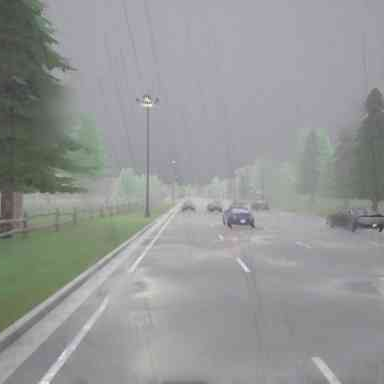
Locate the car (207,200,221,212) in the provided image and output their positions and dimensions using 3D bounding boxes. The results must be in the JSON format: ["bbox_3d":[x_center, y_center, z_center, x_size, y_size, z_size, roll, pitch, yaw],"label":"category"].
[{"bbox_3d":[3.131,2.127,46.486,1.895,1.301,4.718,0,-1,-1],"label":"car"}]

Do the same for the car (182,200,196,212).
[{"bbox_3d":[-0.437,2.146,47.945,1.895,1.301,4.718,0,-1,0],"label":"car"}]

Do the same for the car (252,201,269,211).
[{"bbox_3d":[10.101,2.033,49.468,1.882,1.535,5.008,0,-1,-1],"label":"car"}]

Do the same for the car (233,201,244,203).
[{"bbox_3d":[6.562,2.023,47.090,2.128,1.511,4.902,0,-1,0],"label":"car"}]

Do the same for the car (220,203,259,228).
[{"bbox_3d":[3.359,1.802,24.386,1.812,1.442,4.674,0,-1,-1],"label":"car"}]

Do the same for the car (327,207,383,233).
[{"bbox_3d":[10.391,1.729,21.418,2.128,1.511,4.902,0,-1,-1],"label":"car"}]
